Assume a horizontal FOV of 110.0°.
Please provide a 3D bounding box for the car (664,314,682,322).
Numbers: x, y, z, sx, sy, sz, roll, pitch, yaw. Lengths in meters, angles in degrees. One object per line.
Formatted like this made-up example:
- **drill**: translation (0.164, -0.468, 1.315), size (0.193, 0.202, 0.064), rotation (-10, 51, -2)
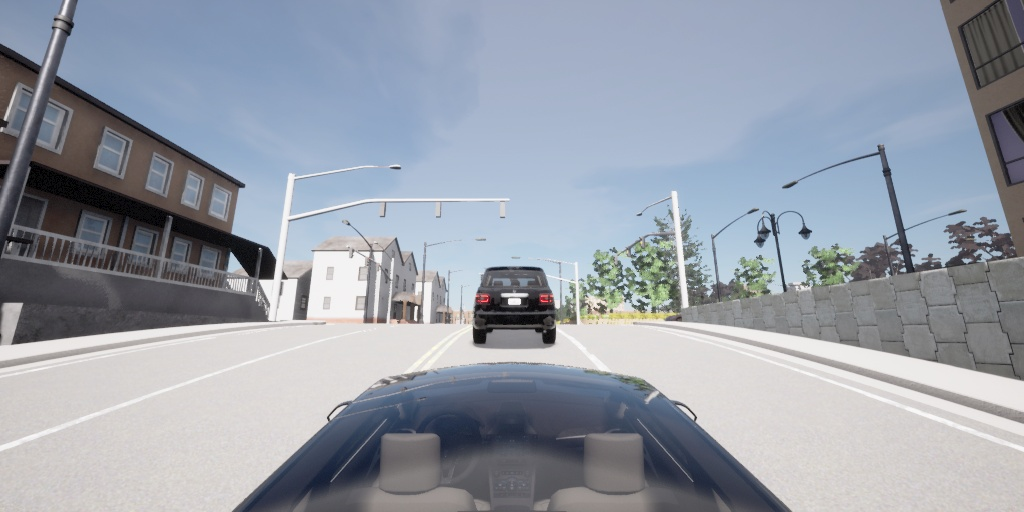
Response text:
- **car**: translation (15.874, 5.449, 31.705), size (4.553, 1.767, 2.097), rotation (0, -12, 1)

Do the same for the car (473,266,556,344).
- **car**: translation (0.065, 1.500, 11.165), size (2.150, 2.045, 5.566), rotation (0, -7, 0)
